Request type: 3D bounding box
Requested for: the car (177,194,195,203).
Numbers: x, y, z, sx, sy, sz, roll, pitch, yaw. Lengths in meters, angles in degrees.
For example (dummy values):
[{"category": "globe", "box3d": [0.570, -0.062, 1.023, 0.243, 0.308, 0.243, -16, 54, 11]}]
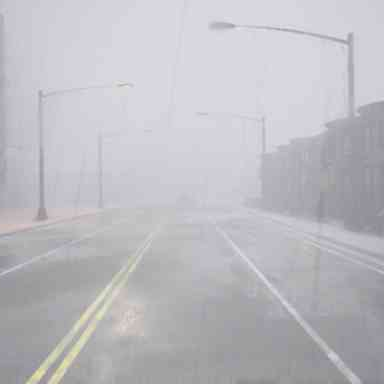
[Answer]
[{"category": "car", "box3d": [-1.298, 1.289, 68.994, 2.097, 1.767, 4.553, -1, 0, -35]}]
